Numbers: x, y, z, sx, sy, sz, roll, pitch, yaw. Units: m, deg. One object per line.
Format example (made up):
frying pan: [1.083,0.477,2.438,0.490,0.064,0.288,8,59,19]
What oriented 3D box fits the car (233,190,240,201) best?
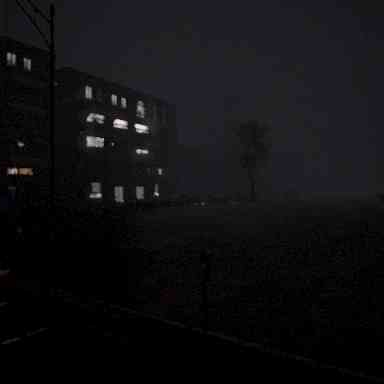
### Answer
car: [8.009,0.906,60.652,2.128,1.511,4.902,0,1,35]

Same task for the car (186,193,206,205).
car: [-0.422,0.991,48.485,2.097,1.767,4.553,0,1,35]

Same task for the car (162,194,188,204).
car: [-2.808,1.138,55.013,2.008,1.369,4.403,1,1,35]

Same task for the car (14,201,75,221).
car: [-11.780,1.573,27.353,1.947,1.339,4.313,1,1,35]

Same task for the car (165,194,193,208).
car: [-2.264,1.298,41.084,2.008,1.369,4.403,1,1,35]

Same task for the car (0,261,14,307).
car: [-5.386,1.622,6.713,4.507,1.381,1.887,-1,0,36]

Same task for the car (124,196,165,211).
car: [-5.437,1.379,36.506,1.887,1.381,4.507,1,1,35]

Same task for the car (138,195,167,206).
car: [-5.979,1.239,50.436,1.947,1.339,4.313,1,1,35]

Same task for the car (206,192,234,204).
car: [4.079,1.126,50.239,2.008,1.369,4.403,1,1,35]

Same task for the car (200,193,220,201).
car: [3.536,0.983,64.169,1.947,1.339,4.313,1,1,35]

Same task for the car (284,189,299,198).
car: [23.831,0.269,79.284,2.150,2.045,5.566,0,1,35]

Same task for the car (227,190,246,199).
car: [9.881,0.562,73.319,2.192,1.841,5.009,1,1,35]

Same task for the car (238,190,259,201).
car: [10.520,0.927,59.534,1.752,1.417,4.829,1,1,35]

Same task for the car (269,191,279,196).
car: [22.567,0.454,91.633,1.887,1.381,4.507,1,1,35]

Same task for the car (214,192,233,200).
car: [6.611,0.860,68.605,1.752,1.417,4.829,1,1,35]

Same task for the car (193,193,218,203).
car: [2.445,0.995,57.899,2.128,1.511,4.902,0,1,35]

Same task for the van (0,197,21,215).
van: [-18.666,1.360,32.122,1.690,1.788,3.998,1,1,35]
